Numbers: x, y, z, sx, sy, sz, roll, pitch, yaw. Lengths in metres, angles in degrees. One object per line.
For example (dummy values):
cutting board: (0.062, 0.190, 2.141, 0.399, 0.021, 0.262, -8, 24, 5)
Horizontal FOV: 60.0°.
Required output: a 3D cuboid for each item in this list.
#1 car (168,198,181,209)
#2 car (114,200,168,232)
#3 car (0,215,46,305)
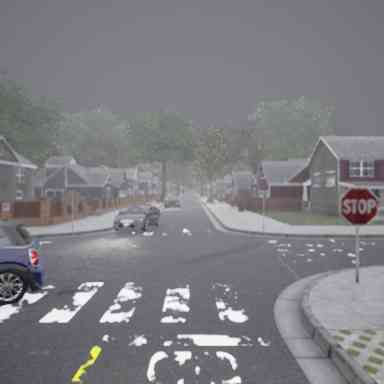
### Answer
car: (-2.576, 1.504, 45.165, 1.994, 1.385, 4.181, 0, 0, 0)
car: (-3.145, 1.465, 20.031, 2.128, 1.511, 4.902, 0, 0, 8)
car: (-5.474, 1.319, 6.884, 4.553, 1.767, 2.097, 4, -2, -22)
